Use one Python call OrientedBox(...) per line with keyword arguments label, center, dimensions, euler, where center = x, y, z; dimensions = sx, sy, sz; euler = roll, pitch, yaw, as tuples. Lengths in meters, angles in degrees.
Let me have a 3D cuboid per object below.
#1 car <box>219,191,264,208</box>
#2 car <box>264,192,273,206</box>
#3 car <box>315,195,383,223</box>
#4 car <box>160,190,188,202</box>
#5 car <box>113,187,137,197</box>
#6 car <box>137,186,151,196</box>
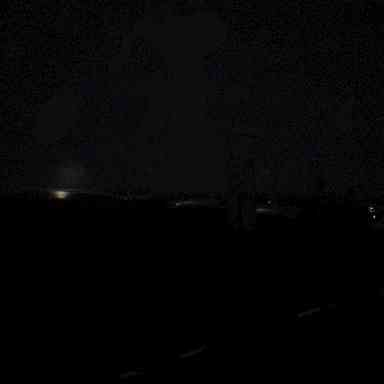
OrientedBox(label="car", center=(4.472, 0.872, 32.189), dimensions=(1.994, 1.385, 4.181), euler=(-3, 4, -35))
OrientedBox(label="car", center=(6.209, 0.636, 34.826), dimensions=(1.837, 1.490, 4.892), euler=(-3, 4, -35))
OrientedBox(label="car", center=(10.945, 1.035, 22.963), dimensions=(2.097, 1.767, 4.553), euler=(-3, 4, -34))
OrientedBox(label="car", center=(-2.267, 0.485, 41.755), dimensions=(1.994, 1.385, 4.181), euler=(-3, 4, -35))
OrientedBox(label="car", center=(-11.485, -0.075, 54.947), dimensions=(2.128, 1.511, 4.902), euler=(-3, 4, -35))
OrientedBox(label="car", center=(-8.673, -0.182, 55.853), dimensions=(1.837, 1.490, 4.892), euler=(-3, 4, -35))
